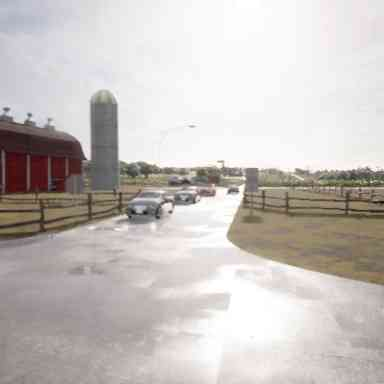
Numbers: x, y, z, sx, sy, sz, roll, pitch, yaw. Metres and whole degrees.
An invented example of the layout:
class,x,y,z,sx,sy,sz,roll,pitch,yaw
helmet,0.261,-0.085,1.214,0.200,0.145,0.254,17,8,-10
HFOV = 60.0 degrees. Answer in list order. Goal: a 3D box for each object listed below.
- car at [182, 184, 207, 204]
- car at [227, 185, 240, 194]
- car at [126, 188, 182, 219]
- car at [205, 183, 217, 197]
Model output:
class,x,y,z,sx,sy,sz,roll,pitch,yaw
car,-0.278,0.225,30.869,2.128,1.511,4.902,1,2,10
car,6.671,-0.409,53.105,2.033,1.411,5.357,1,2,10
car,-2.294,0.651,19.577,2.128,1.511,4.902,1,2,10
car,2.096,-0.353,44.003,2.097,1.767,4.553,1,2,10
